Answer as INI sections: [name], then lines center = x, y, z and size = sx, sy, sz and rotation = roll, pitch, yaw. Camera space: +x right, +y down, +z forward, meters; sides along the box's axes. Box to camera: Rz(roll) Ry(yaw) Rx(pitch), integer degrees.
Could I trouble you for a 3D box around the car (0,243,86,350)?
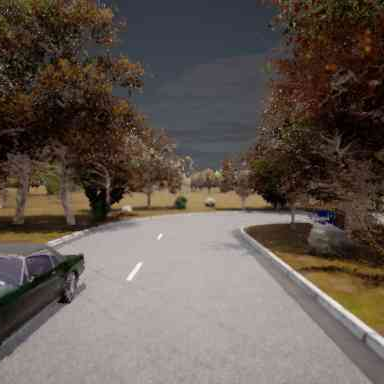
[car]
center = -3.364, 1.607, 5.429
size = 1.895, 1.301, 4.718
rotation = 0, 0, 0
